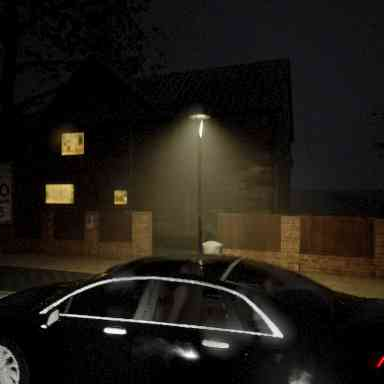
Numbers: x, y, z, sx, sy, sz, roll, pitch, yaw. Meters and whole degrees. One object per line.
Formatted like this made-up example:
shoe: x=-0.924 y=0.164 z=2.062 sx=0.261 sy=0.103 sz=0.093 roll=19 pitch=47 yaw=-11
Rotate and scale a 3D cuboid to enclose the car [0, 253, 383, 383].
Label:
car: x=-0.381 y=1.527 z=3.932 sx=4.892 sy=1.490 sz=1.837 roll=-1 pitch=-1 yaw=20
